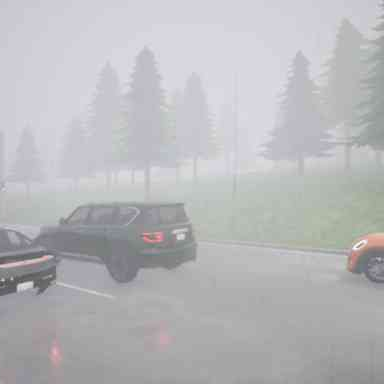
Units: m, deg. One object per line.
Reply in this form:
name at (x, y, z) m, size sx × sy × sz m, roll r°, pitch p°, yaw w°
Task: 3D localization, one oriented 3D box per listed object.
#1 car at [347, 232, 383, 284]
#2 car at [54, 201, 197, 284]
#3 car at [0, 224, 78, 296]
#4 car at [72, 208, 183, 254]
car at (6.297, 1.347, 8.096) m, size 4.553 × 1.767 × 2.097 m, roll -1°, pitch 0°, yaw 36°
car at (-2.459, 1.293, 10.050) m, size 5.566 × 2.045 × 2.150 m, roll -1°, pitch -1°, yaw 36°
car at (-5.091, 1.575, 7.634) m, size 4.902 × 1.511 × 2.128 m, roll -1°, pitch 0°, yaw 36°
car at (-2.970, 1.585, 14.724) m, size 5.008 × 1.535 × 1.882 m, roll -1°, pitch 0°, yaw 36°
